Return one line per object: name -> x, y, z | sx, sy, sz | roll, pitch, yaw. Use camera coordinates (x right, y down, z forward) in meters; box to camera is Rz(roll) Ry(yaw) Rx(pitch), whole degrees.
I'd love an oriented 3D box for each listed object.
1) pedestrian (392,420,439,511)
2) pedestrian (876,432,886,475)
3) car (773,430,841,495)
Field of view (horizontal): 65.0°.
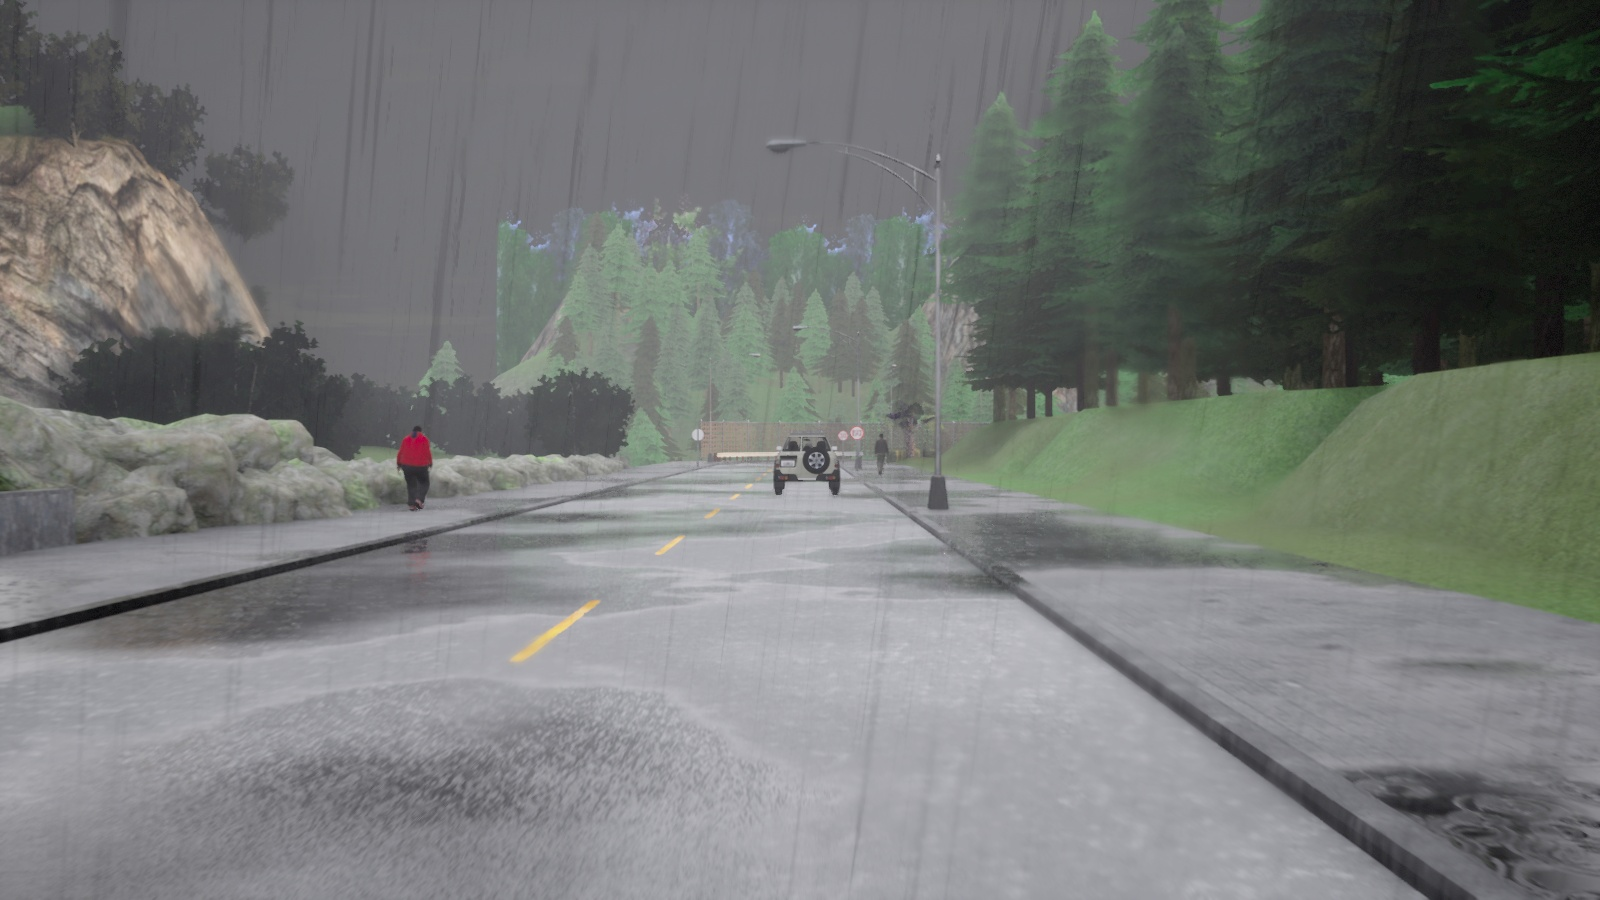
pedestrian -> -7.902, 0.305, 25.834 | 0.634, 1.844, 0.899 | 0, 0, 3
pedestrian -> 3.536, 0.152, 54.681 | 0.431, 1.840, 0.703 | 0, 0, 3
car -> 0.206, 0.350, 37.811 | 1.932, 1.855, 4.605 | 0, 0, 0
